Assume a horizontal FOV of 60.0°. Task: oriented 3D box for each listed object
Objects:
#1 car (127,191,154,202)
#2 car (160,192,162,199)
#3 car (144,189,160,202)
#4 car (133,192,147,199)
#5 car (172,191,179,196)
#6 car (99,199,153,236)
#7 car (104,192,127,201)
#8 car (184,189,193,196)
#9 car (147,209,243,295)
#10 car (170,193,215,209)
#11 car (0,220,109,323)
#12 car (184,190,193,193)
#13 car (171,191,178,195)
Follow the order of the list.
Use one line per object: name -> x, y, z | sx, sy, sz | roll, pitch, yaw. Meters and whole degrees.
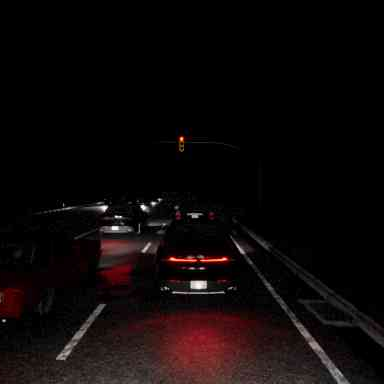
car -> -6.997, 0.932, 45.526 | 2.128, 1.511, 4.902 | 0, 1, 1
car -> -7.185, 0.687, 69.173 | 2.033, 1.411, 5.357 | 0, 1, -1
car -> -7.053, 0.534, 55.462 | 2.150, 2.045, 5.566 | 0, 1, 0
car -> -10.665, 0.697, 68.401 | 2.033, 1.411, 5.357 | 0, 1, -1
car -> -4.332, 0.367, 85.264 | 1.812, 1.442, 4.674 | 0, 1, -3
car -> -3.358, 1.308, 16.953 | 1.837, 1.490, 4.892 | 0, 1, 0
car -> -10.507, 1.048, 45.046 | 1.895, 1.301, 4.718 | 0, 1, 0
car -> -0.835, 0.196, 85.423 | 2.097, 1.767, 4.553 | 0, 1, -3
car -> 0.121, 1.416, 8.488 | 1.837, 1.490, 4.892 | 0, 1, 0
car -> 0.142, 1.147, 17.607 | 2.097, 1.767, 4.553 | 0, 1, 0
car -> -3.383, 1.531, 7.044 | 1.895, 1.301, 4.718 | 0, 1, 0
car -> -0.371, 0.586, 75.310 | 1.812, 1.442, 4.674 | 0, 1, -2
car -> -3.870, 0.579, 75.220 | 1.812, 1.442, 4.674 | 0, 1, -2
